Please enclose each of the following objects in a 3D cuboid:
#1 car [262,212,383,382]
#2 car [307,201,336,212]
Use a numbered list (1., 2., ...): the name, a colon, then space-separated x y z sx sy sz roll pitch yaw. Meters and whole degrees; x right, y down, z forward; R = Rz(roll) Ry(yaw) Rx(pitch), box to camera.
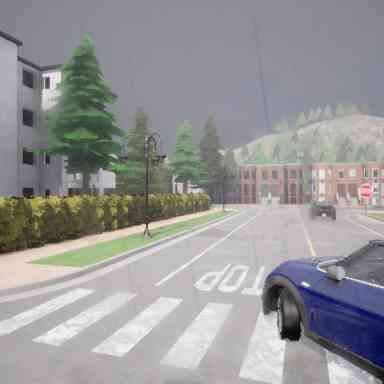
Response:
1. car: 2.866 1.335 4.142 2.097 1.767 4.553 1 0 -23
2. car: 10.903 1.539 28.121 1.837 1.490 4.892 1 0 15
